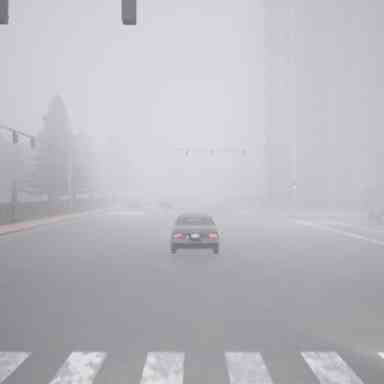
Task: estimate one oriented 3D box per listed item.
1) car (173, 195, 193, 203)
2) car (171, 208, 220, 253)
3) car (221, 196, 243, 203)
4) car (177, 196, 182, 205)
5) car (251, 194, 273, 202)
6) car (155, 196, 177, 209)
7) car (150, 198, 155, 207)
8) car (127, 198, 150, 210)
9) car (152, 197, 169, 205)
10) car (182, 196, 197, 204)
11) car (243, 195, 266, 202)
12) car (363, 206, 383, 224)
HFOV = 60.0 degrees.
[{"bbox_3d":[-1.880,1.506,71.039,1.882,1.535,5.008,0,0,30],"label":"car"},{"bbox_3d":[0.110,1.567,13.818,2.033,1.411,5.357,0,-1,0],"label":"car"},{"bbox_3d":[8.354,1.554,73.028,2.128,1.511,4.902,0,0,43],"label":"car"},{"bbox_3d":[-3.253,1.527,56.065,1.837,1.490,4.892,0,0,3],"label":"car"},{"bbox_3d":[16.641,1.386,79.073,4.553,1.767,2.097,0,0,-24],"label":"car"},{"bbox_3d":[-3.558,1.496,45.939,1.882,1.535,5.008,0,0,0],"label":"car"},{"bbox_3d":[-6.971,1.584,51.827,1.994,1.385,4.181,0,0,1],"label":"car"},{"bbox_3d":[-7.065,1.618,43.018,1.895,1.301,4.718,0,0,0],"label":"car"},{"bbox_3d":[-5.753,1.625,61.680,1.895,1.301,4.718,0,0,12],"label":"car"},{"bbox_3d":[-0.576,1.627,65.934,1.895,1.301,4.718,0,0,21],"label":"car"},{"bbox_3d":[13.379,1.569,72.873,5.357,1.411,2.033,0,0,-37],"label":"car"},{"bbox_3d":[15.379,1.557,24.722,4.902,1.511,2.128,0,0,0],"label":"car"}]
